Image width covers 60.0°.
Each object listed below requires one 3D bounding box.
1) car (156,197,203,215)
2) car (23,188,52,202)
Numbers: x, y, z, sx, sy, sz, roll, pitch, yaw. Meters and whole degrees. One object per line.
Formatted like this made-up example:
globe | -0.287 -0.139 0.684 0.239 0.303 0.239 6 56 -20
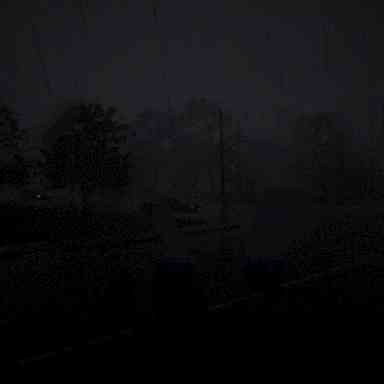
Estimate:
car | -1.196 1.200 30.048 4.674 1.442 1.812 0 2 38
car | -21.113 0.399 45.500 4.553 1.767 2.097 3 4 38
